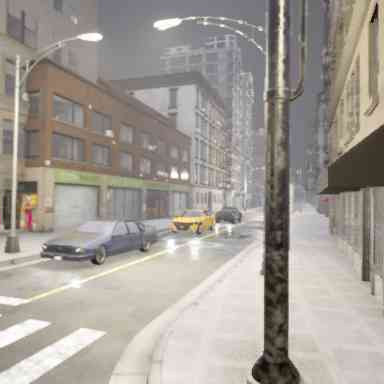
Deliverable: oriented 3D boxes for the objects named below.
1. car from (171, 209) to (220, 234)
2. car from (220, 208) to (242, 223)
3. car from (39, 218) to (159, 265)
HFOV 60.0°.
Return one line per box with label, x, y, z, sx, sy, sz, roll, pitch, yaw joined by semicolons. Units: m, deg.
car;0.194;1.933;22.826;1.882;1.535;5.008;0;-1;19
car;3.630;2.252;32.747;2.033;1.411;5.357;0;-1;19
car;-3.205;1.756;12.926;2.033;1.411;5.357;0;-1;23
